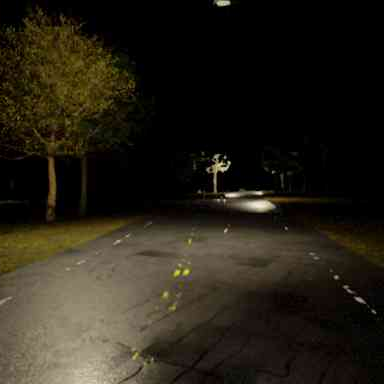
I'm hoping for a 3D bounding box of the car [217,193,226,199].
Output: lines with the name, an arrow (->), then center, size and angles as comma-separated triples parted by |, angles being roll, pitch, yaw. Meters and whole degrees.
car -> 7.411, 1.101, 82.998 | 1.812, 1.442, 4.674 | -1, 0, 10
